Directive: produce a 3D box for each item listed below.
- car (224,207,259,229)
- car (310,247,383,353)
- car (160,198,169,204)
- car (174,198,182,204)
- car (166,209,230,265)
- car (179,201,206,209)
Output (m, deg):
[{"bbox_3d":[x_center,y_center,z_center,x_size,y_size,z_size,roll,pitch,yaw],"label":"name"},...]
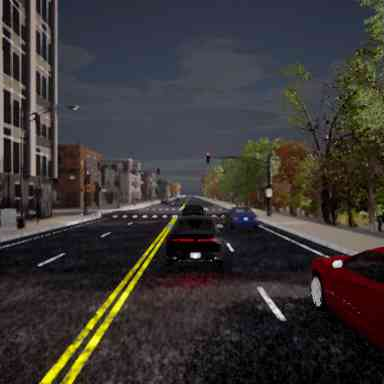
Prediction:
[{"bbox_3d":[3.359,1.744,23.258,2.033,1.411,5.357,0,0,0],"label":"car"},{"bbox_3d":[3.349,1.519,4.861,1.882,1.535,5.008,0,0,0],"label":"car"},{"bbox_3d":[-6.573,2.223,80.415,2.033,1.411,5.357,0,0,0],"label":"car"},{"bbox_3d":[-3.324,2.183,80.426,1.837,1.490,4.892,0,0,0],"label":"car"},{"bbox_3d":[0.104,1.609,12.128,1.837,1.490,4.892,0,0,0],"label":"car"},{"bbox_3d":[0.110,1.704,26.655,1.882,1.535,5.008,0,-1,0],"label":"car"}]
